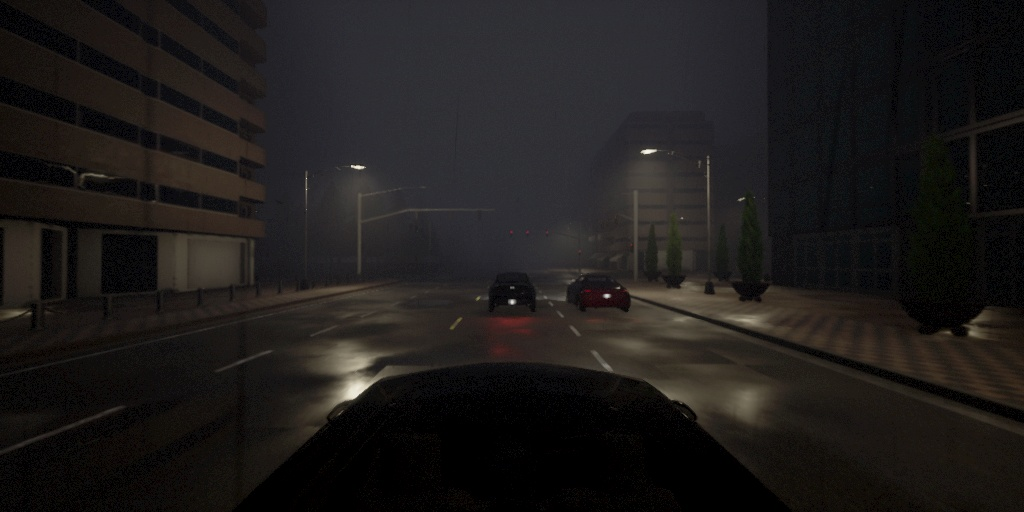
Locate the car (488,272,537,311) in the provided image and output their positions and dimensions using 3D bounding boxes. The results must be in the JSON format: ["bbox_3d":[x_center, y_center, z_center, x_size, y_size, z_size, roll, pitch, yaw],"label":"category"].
[{"bbox_3d":[0.026,1.406,15.336,1.837,1.490,4.892,0,0,0],"label":"car"}]

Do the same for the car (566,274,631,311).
[{"bbox_3d":[3.525,1.462,15.233,1.994,1.385,4.181,0,-1,1],"label":"car"}]
